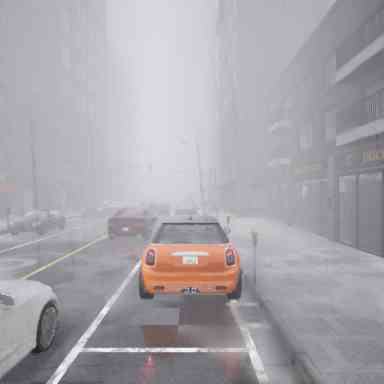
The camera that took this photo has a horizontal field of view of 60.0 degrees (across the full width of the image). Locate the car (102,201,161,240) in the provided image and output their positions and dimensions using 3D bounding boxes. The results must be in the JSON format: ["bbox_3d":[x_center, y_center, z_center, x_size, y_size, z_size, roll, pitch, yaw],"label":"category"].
[{"bbox_3d":[-2.920,1.478,17.142,1.882,1.535,5.008,0,0,0],"label":"car"}]

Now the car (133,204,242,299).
[{"bbox_3d":[-0.033,1.353,8.620,2.097,1.767,4.553,0,0,0],"label":"car"}]

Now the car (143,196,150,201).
[{"bbox_3d":[-5.770,1.580,44.351,1.994,1.385,4.181,0,0,0],"label":"car"}]

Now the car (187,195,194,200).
[{"bbox_3d":[-0.383,1.575,90.427,1.802,1.307,4.206,0,0,0],"label":"car"}]

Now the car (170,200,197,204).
[{"bbox_3d":[-0.383,1.551,24.063,2.008,1.369,4.403,0,0,0],"label":"car"}]

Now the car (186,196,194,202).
[{"bbox_3d":[-0.383,1.579,79.064,1.802,1.307,4.206,0,0,0],"label":"car"}]

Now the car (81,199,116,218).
[{"bbox_3d":[-8.408,1.440,29.575,1.967,1.590,4.097,0,0,0],"label":"car"}]

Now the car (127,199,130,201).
[{"bbox_3d":[-8.408,1.551,40.611,2.008,1.369,4.403,0,0,0],"label":"car"}]

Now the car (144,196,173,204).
[{"bbox_3d":[-3.018,1.477,31.424,1.882,1.535,5.008,0,0,0],"label":"car"}]

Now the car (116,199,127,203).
[{"bbox_3d":[-8.408,1.525,34.923,1.752,1.417,4.829,0,0,0],"label":"car"}]

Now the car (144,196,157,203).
[{"bbox_3d":[-8.408,1.549,67.693,2.008,1.369,4.403,0,0,0],"label":"car"}]

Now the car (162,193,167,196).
[{"bbox_3d":[-8.408,1.519,90.251,1.752,1.417,4.829,0,0,0],"label":"car"}]

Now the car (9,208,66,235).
[{"bbox_3d":[-8.408,1.582,18.538,1.802,1.307,4.206,0,0,0],"label":"car"}]

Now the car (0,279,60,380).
[{"bbox_3d":[-2.925,1.525,3.159,1.812,1.442,4.674,0,0,0],"label":"car"}]

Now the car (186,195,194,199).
[{"bbox_3d":[-0.383,1.440,35.101,1.967,1.590,4.097,0,0,0],"label":"car"}]

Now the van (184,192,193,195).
[{"bbox_3d":[-0.383,1.339,67.702,1.690,1.788,3.998,0,0,0],"label":"van"}]
